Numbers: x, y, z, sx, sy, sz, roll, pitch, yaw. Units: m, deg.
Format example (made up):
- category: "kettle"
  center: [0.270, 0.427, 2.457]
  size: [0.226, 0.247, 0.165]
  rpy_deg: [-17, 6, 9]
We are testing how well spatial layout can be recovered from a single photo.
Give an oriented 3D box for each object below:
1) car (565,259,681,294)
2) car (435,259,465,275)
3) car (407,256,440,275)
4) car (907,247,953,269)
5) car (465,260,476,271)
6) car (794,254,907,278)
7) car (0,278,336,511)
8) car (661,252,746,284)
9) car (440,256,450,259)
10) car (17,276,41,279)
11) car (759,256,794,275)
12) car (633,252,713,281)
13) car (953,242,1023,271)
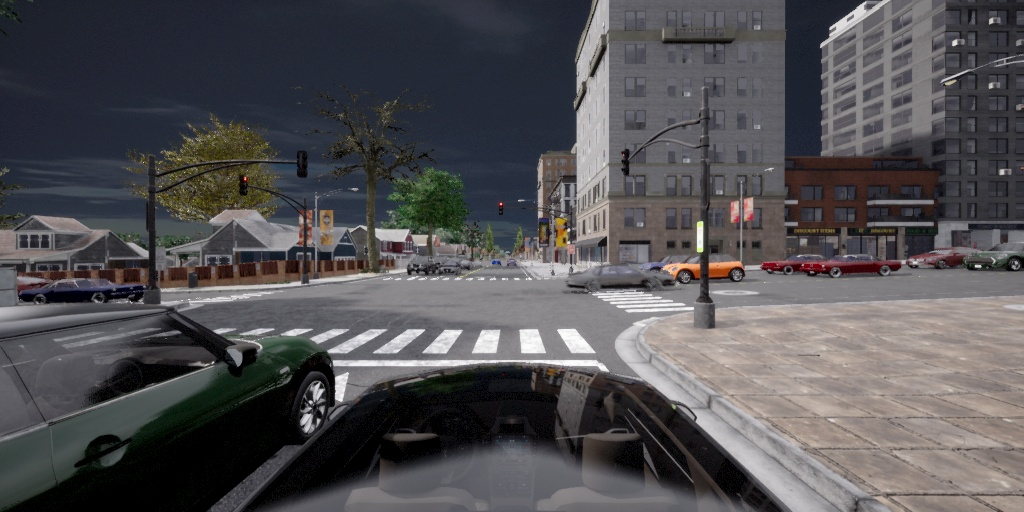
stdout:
- category: "car"
  center: [5.428, 1.113, 18.530]
  size: [5.357, 1.411, 2.033]
  rpy_deg: [-2, 0, 4]
- category: "car"
  center: [-6.639, 1.333, 38.755]
  size: [1.994, 1.385, 4.181]
  rpy_deg: [0, 0, 0]
- category: "car"
  center: [-9.895, 0.993, 39.643]
  size: [2.150, 2.045, 5.566]
  rpy_deg: [0, 0, 0]
- category: "car"
  center: [30.410, 0.121, 24.992]
  size: [4.674, 1.442, 1.812]
  rpy_deg: [-2, 0, 0]
- category: "car"
  center: [-6.655, 1.269, 50.698]
  size: [1.882, 1.535, 5.008]
  rpy_deg: [0, 0, 0]
- category: "car"
  center: [20.339, 0.584, 21.712]
  size: [4.718, 1.301, 1.895]
  rpy_deg: [-2, 0, 0]
- category: "car"
  center: [-3.151, 1.102, 2.446]
  size: [2.097, 1.767, 4.553]
  rpy_deg: [0, 0, 0]
- category: "car"
  center: [11.355, 0.680, 21.678]
  size: [4.553, 1.767, 2.097]
  rpy_deg: [-2, 0, 0]
- category: "car"
  center: [-9.903, 1.012, 50.172]
  size: [2.150, 2.045, 5.566]
  rpy_deg: [0, 0, -1]
- category: "car"
  center: [-29.936, 1.958, 21.350]
  size: [5.008, 1.535, 1.882]
  rpy_deg: [-2, 0, 0]
- category: "car"
  center: [20.099, 0.583, 24.961]
  size: [4.718, 1.301, 1.895]
  rpy_deg: [-2, 0, 0]
- category: "car"
  center: [11.102, 0.679, 24.998]
  size: [4.553, 1.767, 2.097]
  rpy_deg: [-2, 0, 2]
- category: "car"
  center: [30.494, -0.046, 21.745]
  size: [4.553, 1.767, 2.097]
  rpy_deg: [-2, 0, 0]
